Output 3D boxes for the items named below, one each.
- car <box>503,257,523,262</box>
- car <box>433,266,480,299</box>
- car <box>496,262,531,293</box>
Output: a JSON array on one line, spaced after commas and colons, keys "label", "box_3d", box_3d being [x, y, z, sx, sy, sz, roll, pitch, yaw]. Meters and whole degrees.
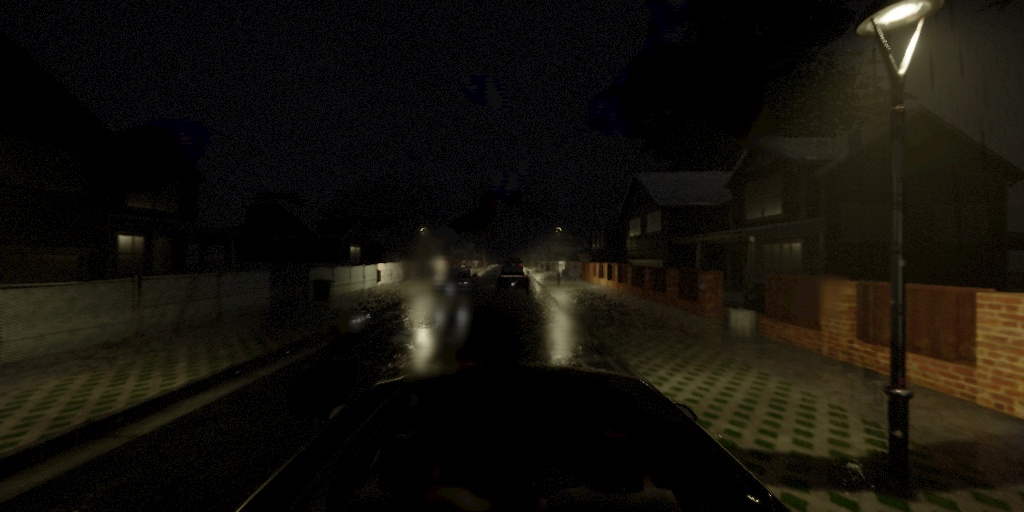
[{"label": "car", "box_3d": [0.168, 1.139, 42.569, 2.150, 2.045, 5.566, 0, 0, 0]}, {"label": "car", "box_3d": [-2.763, 1.278, 18.557, 2.128, 1.511, 4.902, 0, 0, 1]}, {"label": "car", "box_3d": [0.079, 1.288, 21.321, 2.128, 1.511, 4.902, 0, 0, 1]}]
